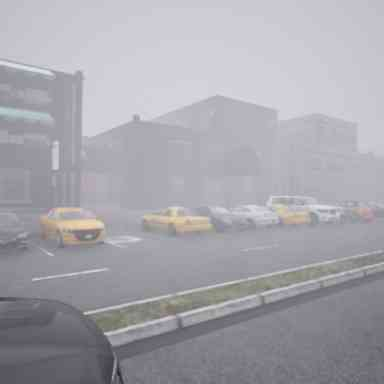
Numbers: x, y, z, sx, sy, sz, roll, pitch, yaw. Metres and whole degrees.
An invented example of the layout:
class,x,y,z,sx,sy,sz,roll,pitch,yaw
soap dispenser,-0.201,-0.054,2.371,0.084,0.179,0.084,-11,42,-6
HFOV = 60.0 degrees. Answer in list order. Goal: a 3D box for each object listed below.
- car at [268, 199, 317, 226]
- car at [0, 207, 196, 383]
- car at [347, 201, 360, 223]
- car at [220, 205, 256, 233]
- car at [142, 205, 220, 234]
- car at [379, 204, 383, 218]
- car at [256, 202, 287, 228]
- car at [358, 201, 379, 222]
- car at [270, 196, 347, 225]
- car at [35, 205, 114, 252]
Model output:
class,x,y,z,sx,sy,sz,roll,pitch,yaw
car,5.608,1.529,23.216,1.946,1.575,5.366,1,0,-35
car,-2.880,1.222,1.077,5.566,2.045,2.150,0,0,-36
car,10.243,1.644,26.280,2.002,1.452,4.674,1,-1,-35
car,1.287,1.529,19.921,2.002,1.452,4.674,0,0,-35
car,-1.078,1.476,18.465,1.946,1.575,5.366,0,0,-35
car,17.132,1.758,31.185,2.231,1.521,4.892,1,-1,-35
car,3.456,1.546,21.456,2.002,1.452,4.674,0,0,-35
car,12.526,1.525,27.866,2.185,1.767,4.553,1,-1,-35
car,8.000,1.313,24.653,2.435,2.045,5.566,1,0,-35
car,-5.503,1.473,15.100,2.097,1.535,5.008,0,0,-35
